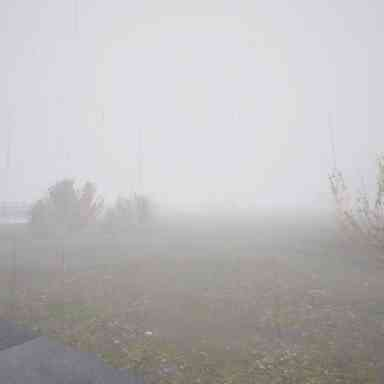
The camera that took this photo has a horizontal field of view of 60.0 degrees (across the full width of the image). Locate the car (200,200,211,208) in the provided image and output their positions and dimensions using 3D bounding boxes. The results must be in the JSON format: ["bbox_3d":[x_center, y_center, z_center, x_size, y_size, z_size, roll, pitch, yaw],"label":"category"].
[{"bbox_3d":[3.220,2.131,59.167,1.812,1.442,4.674,-1,-1,36],"label":"car"}]

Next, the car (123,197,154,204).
[{"bbox_3d":[-7.395,1.626,44.535,2.150,2.045,5.566,-1,-1,36],"label":"car"}]

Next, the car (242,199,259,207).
[{"bbox_3d":[11.327,2.171,64.388,1.812,1.442,4.674,-1,-1,36],"label":"car"}]

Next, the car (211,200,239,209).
[{"bbox_3d":[5.981,2.092,56.962,2.033,1.411,5.357,-1,-1,36],"label":"car"}]

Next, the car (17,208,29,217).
[{"bbox_3d":[-14.893,1.816,34.121,2.033,1.411,5.357,-1,-1,36],"label":"car"}]
